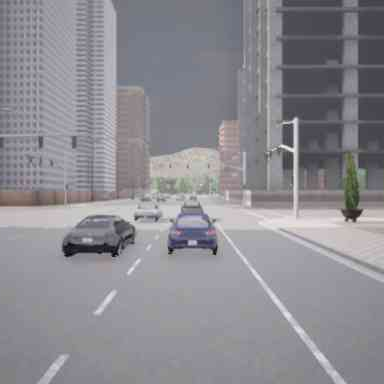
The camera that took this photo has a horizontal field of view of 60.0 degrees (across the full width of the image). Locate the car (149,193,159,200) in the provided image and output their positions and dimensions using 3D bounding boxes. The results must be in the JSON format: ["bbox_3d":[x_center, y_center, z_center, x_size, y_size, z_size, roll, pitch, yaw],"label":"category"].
[{"bbox_3d":[-10.143,1.171,89.755,2.097,1.767,4.553,0,0,1],"label":"car"}]

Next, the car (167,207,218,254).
[{"bbox_3d":[0.045,1.534,13.439,1.812,1.442,4.674,0,0,1],"label":"car"}]

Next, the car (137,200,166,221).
[{"bbox_3d":[-3.505,1.617,27.212,1.895,1.301,4.718,0,0,0],"label":"car"}]

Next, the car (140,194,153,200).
[{"bbox_3d":[-10.389,1.598,74.060,1.994,1.385,4.181,0,0,1],"label":"car"}]

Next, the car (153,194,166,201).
[{"bbox_3d":[-6.890,1.523,74.005,1.882,1.535,5.008,0,0,1],"label":"car"}]

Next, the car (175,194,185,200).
[{"bbox_3d":[-3.205,1.641,85.739,1.895,1.301,4.718,0,0,1],"label":"car"}]

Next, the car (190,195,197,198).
[{"bbox_3d":[0.298,1.574,85.875,1.812,1.442,4.674,0,0,1],"label":"car"}]

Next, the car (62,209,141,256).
[{"bbox_3d":[-3.458,1.573,13.074,1.994,1.385,4.181,0,0,1],"label":"car"}]

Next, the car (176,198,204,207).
[{"bbox_3d":[-0.006,1.509,27.843,2.128,1.511,4.902,0,0,0],"label":"car"}]
